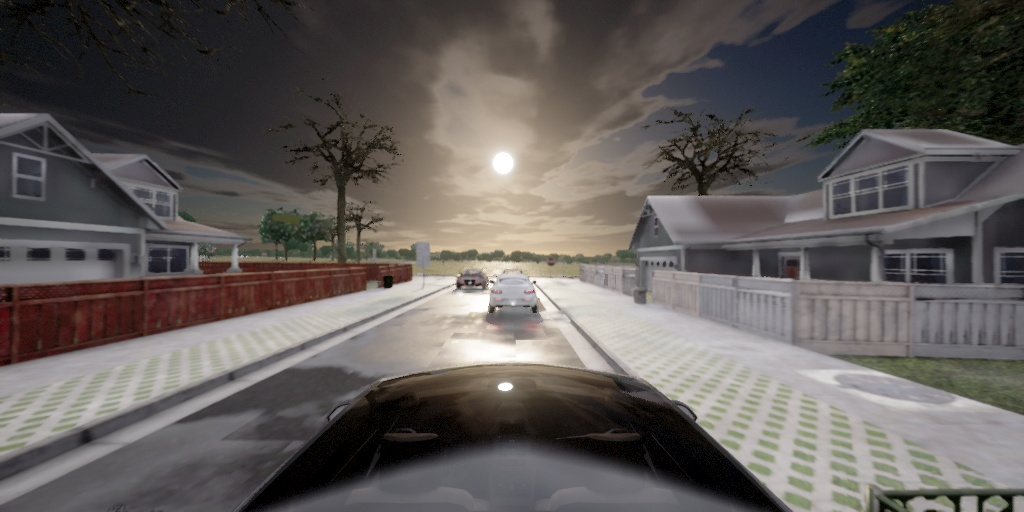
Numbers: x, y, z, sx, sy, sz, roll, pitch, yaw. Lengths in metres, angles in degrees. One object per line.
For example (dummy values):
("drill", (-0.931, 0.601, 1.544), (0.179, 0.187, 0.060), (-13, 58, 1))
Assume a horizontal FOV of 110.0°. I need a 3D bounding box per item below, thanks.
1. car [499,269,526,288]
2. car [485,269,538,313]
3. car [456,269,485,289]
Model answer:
("car", (0.106, 1.684, 28.081), (1.895, 1.301, 4.718), (0, -1, 3))
("car", (0.056, 1.436, 14.867), (1.812, 1.442, 4.674), (0, -1, 0))
("car", (-2.790, 1.618, 25.814), (1.994, 1.385, 4.181), (0, -1, 0))
